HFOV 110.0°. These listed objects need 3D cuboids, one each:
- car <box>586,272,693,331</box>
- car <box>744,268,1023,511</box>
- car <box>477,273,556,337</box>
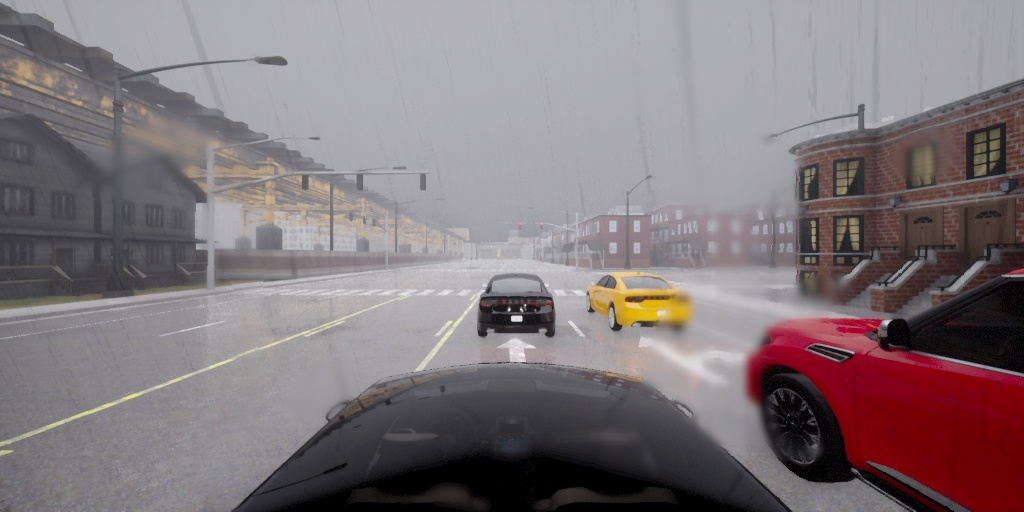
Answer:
[{"bbox_3d":[3.609,1.228,11.055,1.882,1.535,5.008,0,0,0],"label":"car"},{"bbox_3d":[3.598,0.971,1.530,2.150,2.045,5.566,0,0,0],"label":"car"},{"bbox_3d":[0.107,1.228,10.353,1.882,1.535,5.008,0,0,0],"label":"car"}]
